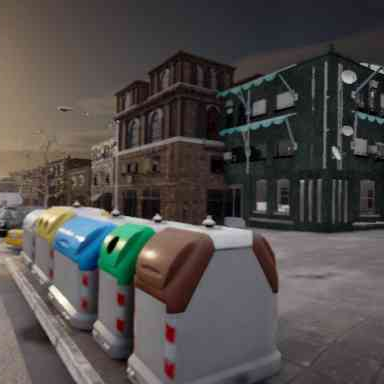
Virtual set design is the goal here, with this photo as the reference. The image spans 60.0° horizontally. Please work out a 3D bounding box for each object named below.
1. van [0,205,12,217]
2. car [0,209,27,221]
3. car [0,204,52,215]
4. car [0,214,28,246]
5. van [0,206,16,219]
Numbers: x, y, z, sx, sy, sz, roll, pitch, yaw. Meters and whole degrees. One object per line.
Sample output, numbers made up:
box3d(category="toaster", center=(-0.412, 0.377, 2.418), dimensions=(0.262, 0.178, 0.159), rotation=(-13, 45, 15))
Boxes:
box3d(category="van", center=(-33.508, 3.286, 56.694), dimensions=(1.878, 1.987, 4.442), rotation=(-1, -3, 36))
box3d(category="car", center=(-25.027, 3.069, 44.322), dimensions=(2.097, 1.535, 5.008), rotation=(-1, -3, 36))
box3d(category="car", center=(-8.239, 1.908, 19.382), dimensions=(2.435, 2.045, 5.566), rotation=(-2, -4, 36))
box3d(category="car", center=(-6.465, 2.058, 16.983), dimensions=(1.946, 1.575, 5.366), rotation=(-2, -4, 36))
box3d(category="van", center=(-30.132, 3.107, 51.707), dimensions=(1.878, 1.987, 4.442), rotation=(-1, -3, 36))
